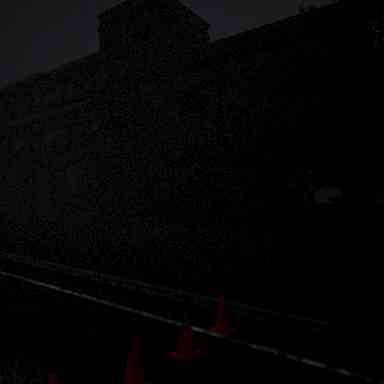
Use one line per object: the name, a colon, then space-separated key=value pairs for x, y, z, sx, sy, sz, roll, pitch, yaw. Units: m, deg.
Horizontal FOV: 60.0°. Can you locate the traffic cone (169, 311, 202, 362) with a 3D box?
traffic cone: x=-0.088 y=1.967 z=4.649 sx=0.340 sy=0.580 sz=0.340 roll=0 pitch=0 yaw=36

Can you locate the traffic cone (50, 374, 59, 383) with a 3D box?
traffic cone: x=-1.254 y=1.962 z=3.024 sx=0.340 sy=0.580 sz=0.340 roll=0 pitch=0 yaw=36

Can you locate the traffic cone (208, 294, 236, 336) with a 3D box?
traffic cone: x=0.494 y=1.969 z=5.462 sx=0.340 sy=0.580 sz=0.340 roll=0 pitch=0 yaw=36

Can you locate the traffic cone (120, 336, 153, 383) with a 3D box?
traffic cone: x=-0.671 y=1.964 z=3.837 sx=0.340 sy=0.580 sz=0.340 roll=0 pitch=0 yaw=36
